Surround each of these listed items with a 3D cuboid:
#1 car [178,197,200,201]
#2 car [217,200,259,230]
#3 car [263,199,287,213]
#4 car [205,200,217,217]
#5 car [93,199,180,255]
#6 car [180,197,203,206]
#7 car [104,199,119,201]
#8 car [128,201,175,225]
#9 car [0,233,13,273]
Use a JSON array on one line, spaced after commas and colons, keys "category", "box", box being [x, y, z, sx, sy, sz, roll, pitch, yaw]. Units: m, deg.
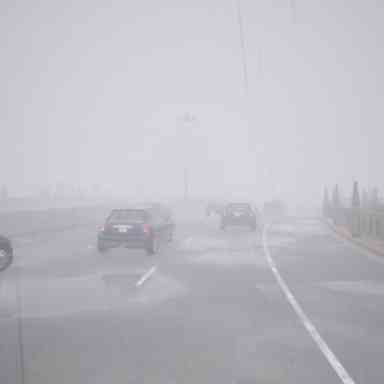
[{"category": "car", "box": [-1.221, 1.528, 48.147, 1.837, 1.490, 4.892, 0, 0, 29]}, {"category": "car", "box": [3.180, 1.379, 21.451, 2.097, 1.767, 4.553, 0, 0, 14]}, {"category": "car", "box": [9.580, 1.544, 38.218, 1.882, 1.535, 5.008, 0, 0, 26]}, {"category": "car", "box": [2.635, 1.533, 31.099, 1.837, 1.490, 4.892, 0, 0, 20]}, {"category": "car", "box": [-2.075, 1.349, 13.639, 2.097, 1.767, 4.553, 0, 0, 9]}, {"category": "car", "box": [-0.095, 1.592, 56.719, 1.994, 1.385, 4.181, 0, 0, 34]}, {"category": "car", "box": [-10.952, 1.569, 44.388, 1.895, 1.301, 4.718, 0, 0, 25]}, {"category": "car", "box": [-2.938, 1.503, 25.503, 1.837, 1.490, 4.892, 0, 0, 16]}, {"category": "car", "box": [-6.353, 1.324, 7.817, 2.097, 1.767, 4.553, 0, 0, 5]}]
